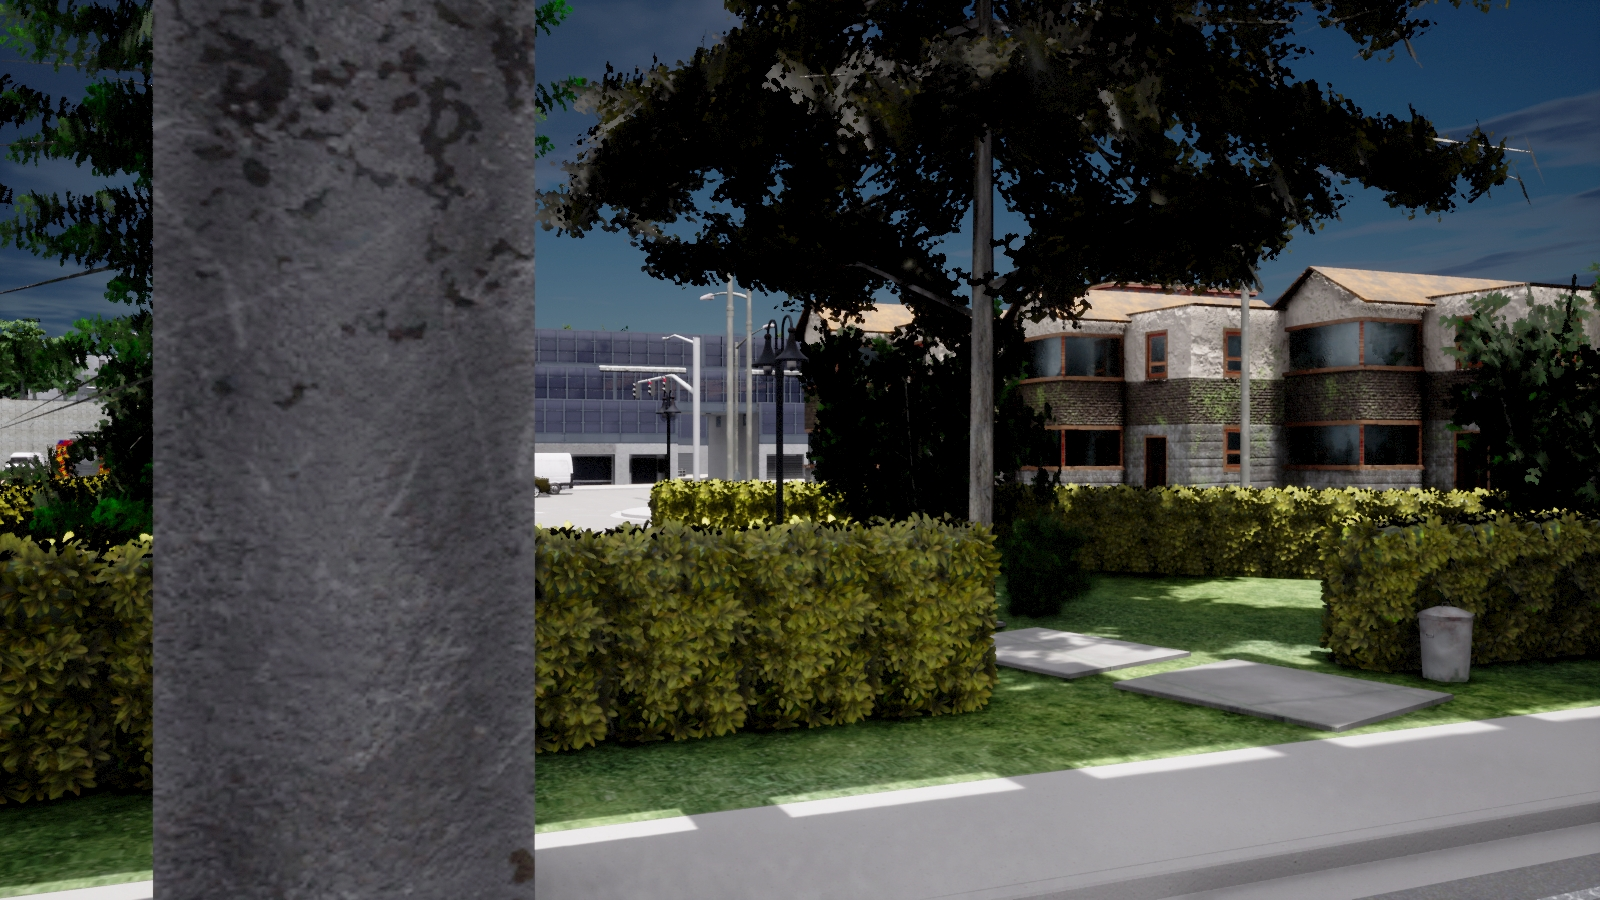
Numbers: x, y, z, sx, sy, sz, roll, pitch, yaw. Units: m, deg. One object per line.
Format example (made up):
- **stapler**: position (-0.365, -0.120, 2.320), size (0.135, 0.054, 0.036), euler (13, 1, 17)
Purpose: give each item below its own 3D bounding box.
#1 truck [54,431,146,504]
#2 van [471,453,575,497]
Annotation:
- **truck**: position (-38.930, 0.904, 63.819), size (2.891, 3.827, 8.468), euler (0, 0, -21)
- **van**: position (-16.822, 1.478, 69.483), size (5.915, 2.561, 1.988), euler (0, 0, -21)
